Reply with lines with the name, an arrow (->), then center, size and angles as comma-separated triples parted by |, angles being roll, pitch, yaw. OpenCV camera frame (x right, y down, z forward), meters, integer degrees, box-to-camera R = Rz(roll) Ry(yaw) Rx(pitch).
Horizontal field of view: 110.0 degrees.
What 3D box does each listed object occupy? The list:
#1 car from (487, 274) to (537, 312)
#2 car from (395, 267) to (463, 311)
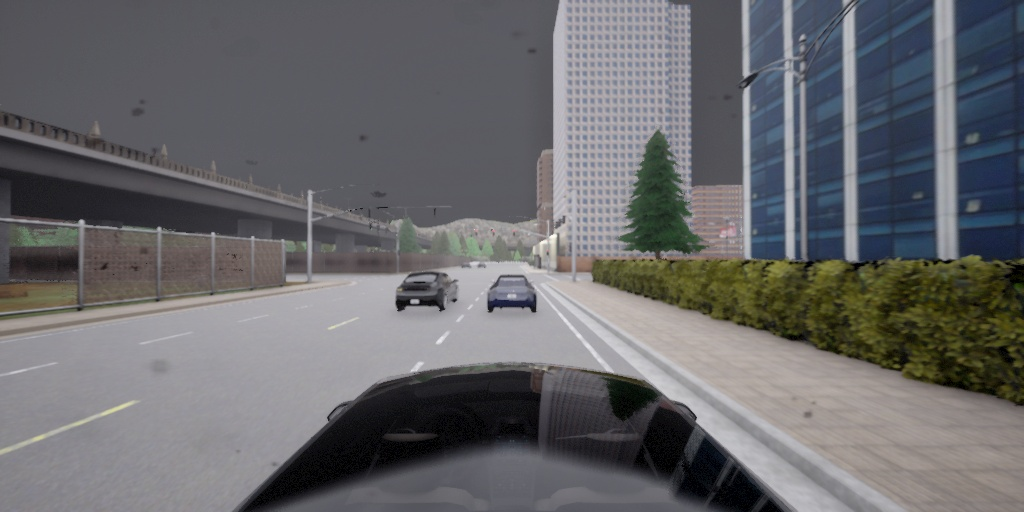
car -> 0.017, 1.464, 15.185 | 1.994, 1.385, 4.181 | 0, -1, 1
car -> -3.482, 1.408, 15.333 | 1.837, 1.490, 4.892 | 0, 0, 0
